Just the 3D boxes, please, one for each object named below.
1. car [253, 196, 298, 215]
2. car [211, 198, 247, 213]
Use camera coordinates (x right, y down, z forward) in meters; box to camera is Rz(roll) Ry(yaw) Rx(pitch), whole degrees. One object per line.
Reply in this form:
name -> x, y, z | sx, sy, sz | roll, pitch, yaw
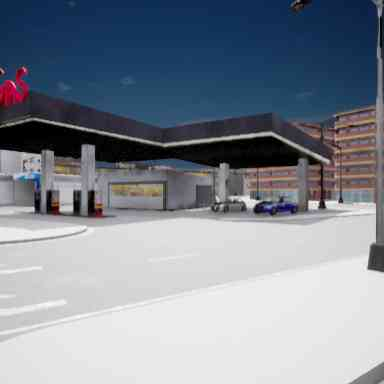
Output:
car -> 7.889, 1.251, 31.250 | 4.611, 1.667, 2.242 | 0, 0, -35
car -> 3.932, 1.411, 35.484 | 3.806, 1.475, 1.970 | 0, 0, -35
